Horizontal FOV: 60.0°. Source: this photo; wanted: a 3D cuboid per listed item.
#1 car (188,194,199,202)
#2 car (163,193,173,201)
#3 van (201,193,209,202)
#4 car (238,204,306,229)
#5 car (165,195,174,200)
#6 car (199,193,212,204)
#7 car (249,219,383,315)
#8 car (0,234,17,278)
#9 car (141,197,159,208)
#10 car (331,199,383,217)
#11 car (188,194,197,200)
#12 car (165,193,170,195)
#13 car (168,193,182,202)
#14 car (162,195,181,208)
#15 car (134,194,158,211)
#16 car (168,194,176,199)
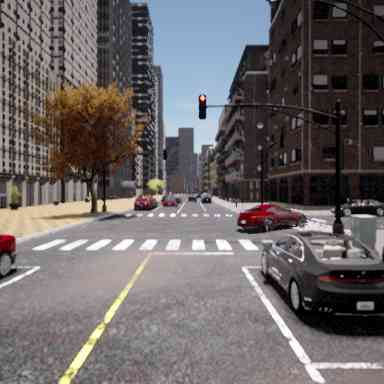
[{"bbox_3d":[0.075,1.341,69.057,2.128,1.511,4.902,0,0,0],"label":"car"},{"bbox_3d":[-5.606,1.153,78.402,2.192,1.841,5.009,0,0,0],"label":"car"},{"bbox_3d":[2.769,1.185,72.870,1.690,1.788,3.998,0,0,0],"label":"van"},{"bbox_3d":[4.751,1.448,19.661,4.674,1.442,1.812,-1,0,-35],"label":"car"},{"bbox_3d":[-5.600,1.382,83.926,2.008,1.369,4.403,0,0,0],"label":"car"},{"bbox_3d":[2.757,1.427,61.825,1.947,1.339,4.313,0,0,0],"label":"car"},{"bbox_3d":[2.696,1.529,7.345,2.008,1.369,4.403,0,0,0],"label":"car"},{"bbox_3d":[-5.684,1.523,7.355,1.887,1.381,4.507,0,0,0],"label":"car"},{"bbox_3d":[-5.643,1.458,45.266,1.947,1.339,4.313,0,0,0],"label":"car"},{"bbox_3d":[13.454,1.270,26.739,4.403,1.369,2.008,-1,1,-1],"label":"car"},{"bbox_3d":[0.088,1.226,79.480,2.033,1.411,5.357,0,0,0],"label":"car"},{"bbox_3d":[-5.612,1.410,72.881,1.947,1.339,4.313,0,0,0],"label":"car"},{"bbox_3d":[-2.986,1.422,62.875,1.994,1.385,4.181,0,0,1],"label":"car"},{"bbox_3d":[-3.042,1.452,47.032,1.994,1.385,4.181,0,0,0],"label":"car"},{"bbox_3d":[-5.649,1.218,39.742,2.192,1.841,5.009,0,0,0],"label":"car"},{"bbox_3d":[-5.588,1.372,94.971,2.008,1.369,4.403,0,0,0],"label":"car"}]
